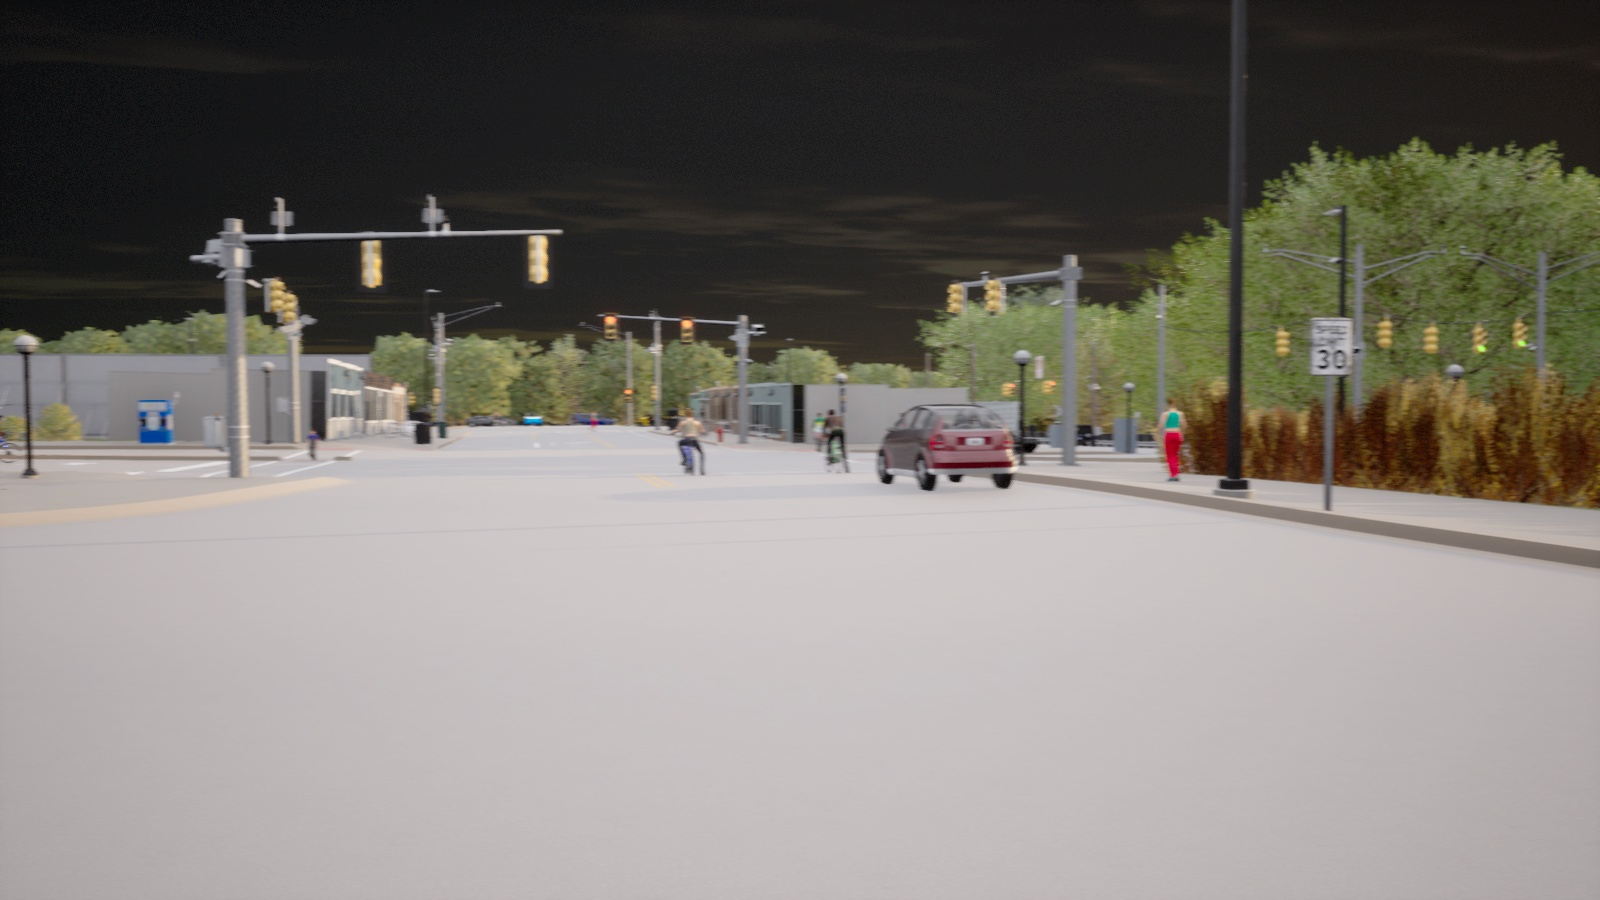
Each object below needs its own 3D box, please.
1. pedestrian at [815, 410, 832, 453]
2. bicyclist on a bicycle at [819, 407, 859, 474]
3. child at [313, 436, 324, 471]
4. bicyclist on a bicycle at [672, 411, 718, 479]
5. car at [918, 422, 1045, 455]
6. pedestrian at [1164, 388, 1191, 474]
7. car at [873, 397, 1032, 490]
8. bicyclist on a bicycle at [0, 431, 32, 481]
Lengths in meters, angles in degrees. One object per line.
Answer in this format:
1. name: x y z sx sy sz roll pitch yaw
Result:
1. pedestrian: 1.061 -0.847 57.097 0.659 1.952 0.873 -1 3 7
2. bicyclist on a bicycle: 0.971 -0.234 31.640 0.582 1.620 1.656 -2 0 -12
3. child: -17.726 0.120 46.258 0.270 1.263 0.437 -2 3 -11
4. bicyclist on a bicycle: -2.601 -0.128 30.899 0.866 1.612 1.509 -2 1 -13
5. car: 7.380 -0.480 51.126 4.718 1.301 1.895 0 2 -17
6. pedestrian: 8.143 -0.420 27.083 0.345 1.836 0.594 -2 3 -3
7. car: 2.777 -0.140 23.717 1.789 1.549 3.705 -2 1 -13
8. bicyclist on a bicycle: -26.479 0.201 41.577 1.656 1.620 0.582 0 2 -16
